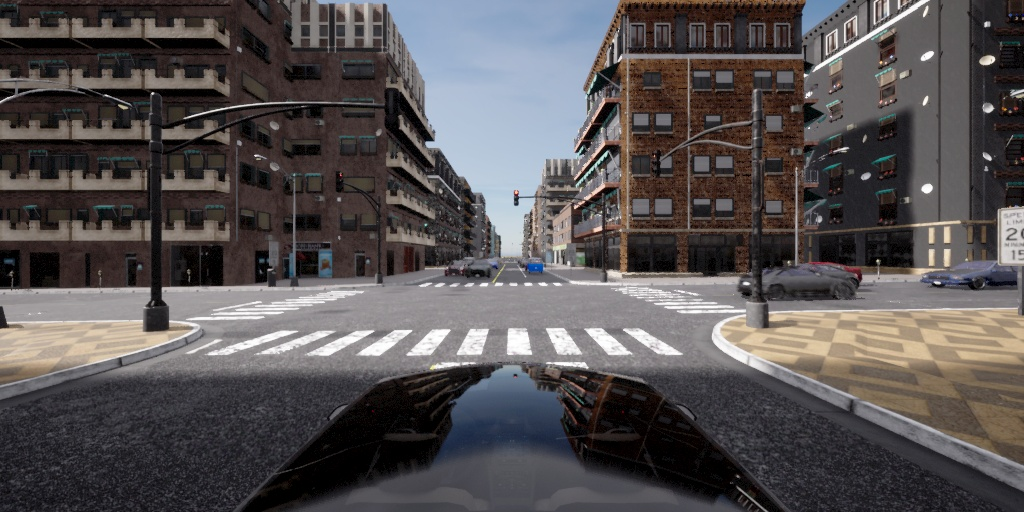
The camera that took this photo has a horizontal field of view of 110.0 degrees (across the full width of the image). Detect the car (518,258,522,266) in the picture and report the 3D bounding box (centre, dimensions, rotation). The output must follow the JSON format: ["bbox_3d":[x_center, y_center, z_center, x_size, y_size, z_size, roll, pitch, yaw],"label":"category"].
[{"bbox_3d":[2.450,1.301,58.200,1.948,1.339,4.313,0,0,0],"label":"car"}]

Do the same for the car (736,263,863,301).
[{"bbox_3d":[12.099,1.133,15.455,4.181,1.385,1.994,-1,0,0],"label":"car"}]

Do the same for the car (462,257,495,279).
[{"bbox_3d":[-2.927,1.096,32.678,2.097,1.767,4.553,0,0,0],"label":"car"}]

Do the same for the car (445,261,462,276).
[{"bbox_3d":[-5.515,1.182,35.857,1.967,1.591,4.097,0,0,0],"label":"car"}]

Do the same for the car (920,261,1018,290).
[{"bbox_3d":[24.394,0.943,18.336,5.357,1.411,2.033,-1,0,0],"label":"car"}]

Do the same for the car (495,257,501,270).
[{"bbox_3d":[-2.946,1.215,51.114,1.882,1.535,5.008,0,0,0],"label":"car"}]

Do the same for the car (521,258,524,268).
[{"bbox_3d":[2.565,1.283,47.038,1.888,1.381,4.507,0,0,0],"label":"car"}]

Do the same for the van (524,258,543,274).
[{"bbox_3d":[2.614,1.081,40.834,1.690,1.789,3.998,0,0,0],"label":"van"}]
